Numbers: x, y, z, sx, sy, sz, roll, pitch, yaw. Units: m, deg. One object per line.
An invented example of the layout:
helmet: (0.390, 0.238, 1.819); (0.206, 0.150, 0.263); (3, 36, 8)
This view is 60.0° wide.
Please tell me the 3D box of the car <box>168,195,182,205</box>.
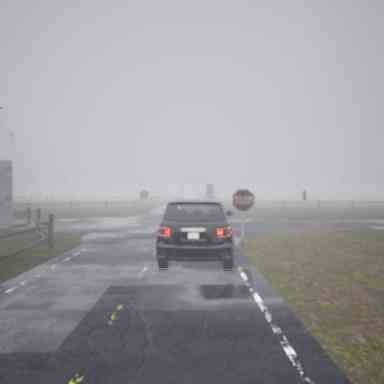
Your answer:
car: (-2.813, 1.299, 56.749); (2.128, 1.511, 4.902); (0, 0, 0)

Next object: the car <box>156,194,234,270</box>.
car: (0.205, 1.198, 11.080); (2.150, 2.045, 5.566); (0, 0, 4)

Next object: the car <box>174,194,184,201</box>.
car: (-2.757, 1.167, 72.420); (2.033, 1.411, 5.357); (0, 0, 0)
